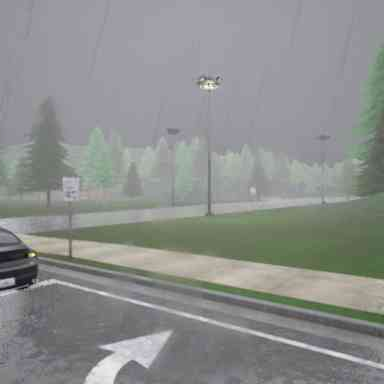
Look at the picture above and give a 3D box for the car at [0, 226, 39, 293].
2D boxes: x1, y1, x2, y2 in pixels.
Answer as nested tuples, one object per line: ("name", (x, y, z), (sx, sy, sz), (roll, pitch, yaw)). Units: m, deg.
("car", (-5.555, 1.511, 7.836), (4.892, 1.490, 1.837), (0, 0, 35))
